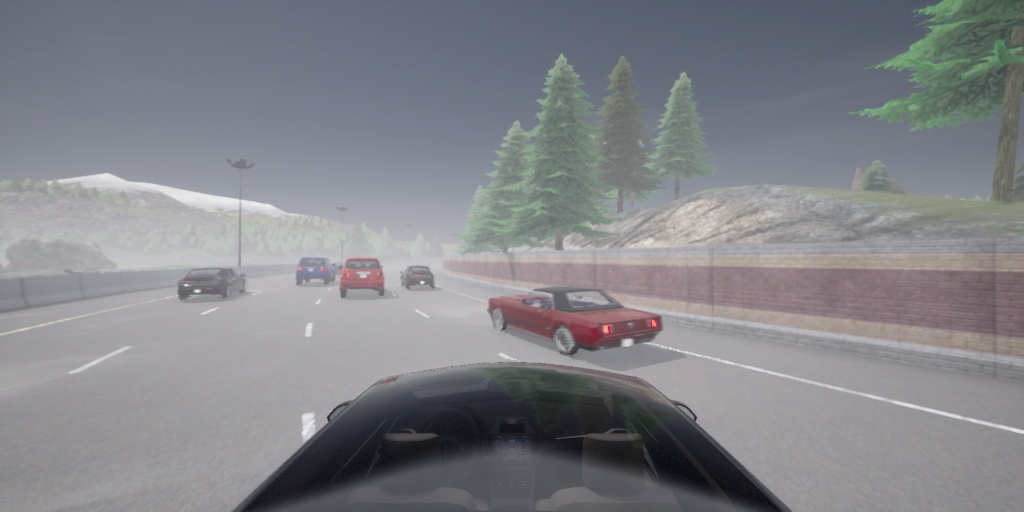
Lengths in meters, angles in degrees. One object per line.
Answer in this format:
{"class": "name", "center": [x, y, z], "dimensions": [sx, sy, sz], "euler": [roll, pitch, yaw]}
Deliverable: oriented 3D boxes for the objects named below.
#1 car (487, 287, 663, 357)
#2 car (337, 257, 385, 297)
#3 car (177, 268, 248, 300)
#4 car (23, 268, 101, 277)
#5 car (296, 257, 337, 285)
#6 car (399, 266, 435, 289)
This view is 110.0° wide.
{"class": "car", "center": [1.150, 1.411, 8.910], "dimensions": [1.895, 1.301, 4.718], "euler": [0, -1, -30]}
{"class": "car", "center": [-8.467, 1.098, 20.261], "dimensions": [2.150, 2.045, 5.566], "euler": [0, 0, -24]}
{"class": "car", "center": [-15.344, 1.348, 18.600], "dimensions": [1.837, 1.490, 4.892], "euler": [0, 0, -23]}
{"class": "car", "center": [-28.606, 1.444, 23.196], "dimensions": [1.895, 1.301, 4.718], "euler": [0, 0, -19]}
{"class": "car", "center": [-15.323, 1.137, 28.212], "dimensions": [2.150, 2.045, 5.566], "euler": [0, -1, -20]}
{"class": "car", "center": [-6.564, 1.420, 24.787], "dimensions": [1.837, 1.490, 4.892], "euler": [0, 0, -22]}
